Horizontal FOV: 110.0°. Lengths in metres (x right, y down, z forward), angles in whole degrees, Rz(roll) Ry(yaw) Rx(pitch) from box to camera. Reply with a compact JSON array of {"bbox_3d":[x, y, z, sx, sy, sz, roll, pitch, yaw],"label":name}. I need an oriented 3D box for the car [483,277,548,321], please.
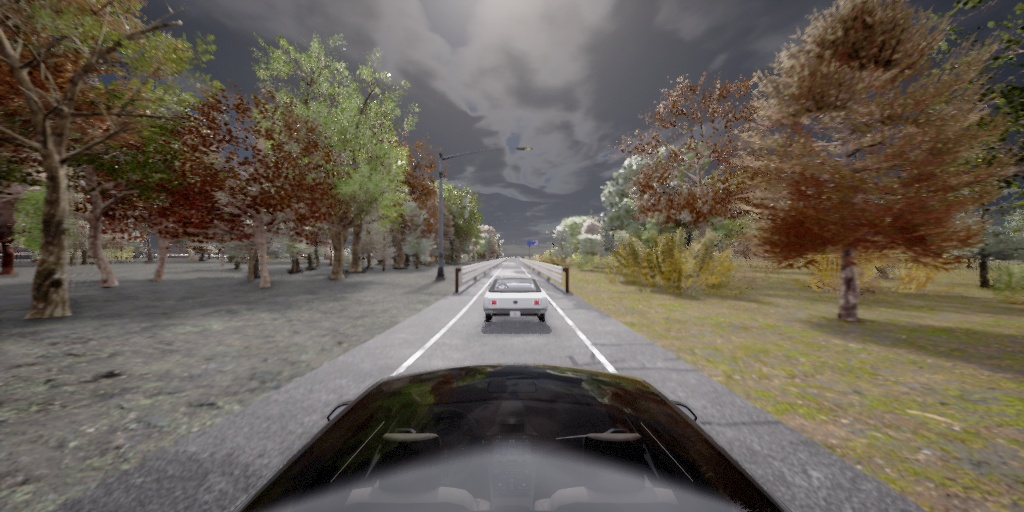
[{"bbox_3d":[0.095,1.356,12.422,1.895,1.301,4.718,0,0,0],"label":"car"}]
